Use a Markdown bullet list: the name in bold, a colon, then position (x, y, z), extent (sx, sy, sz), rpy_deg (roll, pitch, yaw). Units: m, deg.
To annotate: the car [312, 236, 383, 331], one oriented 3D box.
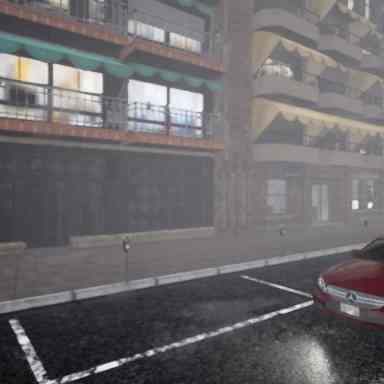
- **car**: position (4.340, 1.595, 6.546), extent (4.674, 1.442, 1.812), rpy_deg (1, -1, -36)
